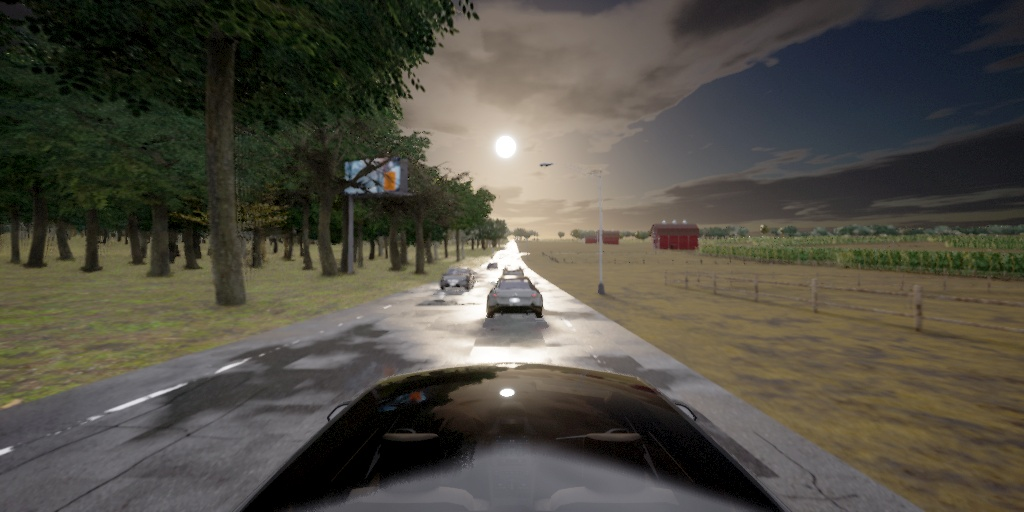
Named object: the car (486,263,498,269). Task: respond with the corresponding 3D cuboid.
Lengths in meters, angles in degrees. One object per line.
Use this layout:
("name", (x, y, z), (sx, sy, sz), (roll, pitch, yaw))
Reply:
("car", (-3.533, 1.699, 65.330), (1.994, 1.385, 4.181), (0, 1, 0))

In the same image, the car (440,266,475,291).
("car", (-3.603, 1.474, 24.301), (2.128, 1.511, 4.902), (0, 0, 0))

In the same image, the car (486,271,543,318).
("car", (0.094, 1.449, 13.792), (1.994, 1.385, 4.181), (0, -1, 0))

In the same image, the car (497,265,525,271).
("car", (0.091, 1.529, 31.380), (2.128, 1.511, 4.902), (0, 0, 0))
